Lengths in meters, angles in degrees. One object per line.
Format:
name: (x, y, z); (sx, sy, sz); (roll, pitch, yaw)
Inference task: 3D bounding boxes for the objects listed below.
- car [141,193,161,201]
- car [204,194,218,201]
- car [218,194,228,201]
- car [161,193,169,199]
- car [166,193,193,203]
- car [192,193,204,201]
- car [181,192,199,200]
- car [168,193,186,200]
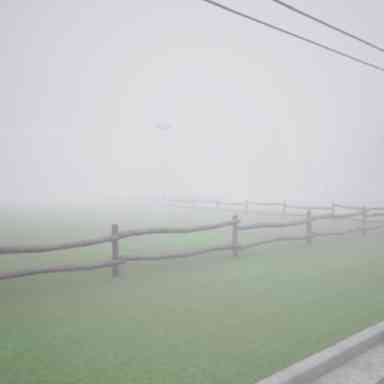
car: (-9.118, 1.023, 71.160); (2.097, 1.767, 4.553); (-1, 0, -35)
car: (2.459, 1.136, 66.893); (1.882, 1.535, 5.008); (-1, 0, -35)
car: (5.367, 1.139, 68.843); (2.128, 1.511, 4.902); (-1, 0, -35)
car: (-6.258, 0.990, 73.177); (2.097, 1.767, 4.553); (-1, 0, -35)
car: (-2.323, 1.318, 61.587); (1.895, 1.301, 4.718); (-1, 0, -35)
car: (-0.400, 1.166, 64.874); (1.882, 1.535, 5.008); (-1, 0, -35)
car: (-0.537, 0.927, 77.211); (2.097, 1.767, 4.553); (-1, 0, -35)
car: (-3.413, 1.102, 75.219); (1.837, 1.490, 4.892); (-1, 0, -35)
